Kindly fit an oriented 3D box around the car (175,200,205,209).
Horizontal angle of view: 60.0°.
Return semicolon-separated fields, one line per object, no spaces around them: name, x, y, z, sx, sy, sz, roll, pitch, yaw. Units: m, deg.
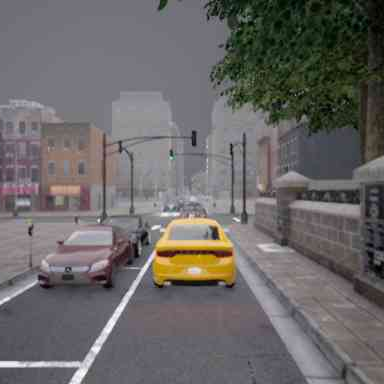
car;0.144;1.561;24.068;2.033;1.411;5.357;0;0;1

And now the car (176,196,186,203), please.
car;-2.293;1.518;70.042;1.837;1.490;4.892;0;0;0

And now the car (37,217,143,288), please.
car;-2.648;1.586;9.183;1.802;1.307;4.206;0;0;0

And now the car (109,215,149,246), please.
car;-2.652;1.572;12.845;1.947;1.339;4.313;0;0;0

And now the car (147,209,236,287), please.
car;0.066;1.482;9.383;1.882;1.535;5.008;0;0;0

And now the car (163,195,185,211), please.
car;-2.332;1.503;39.844;2.128;1.511;4.902;0;0;0

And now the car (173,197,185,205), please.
car;-2.339;1.618;59.841;1.895;1.301;4.718;0;0;0

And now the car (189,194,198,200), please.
car;0.218;1.543;65.061;1.812;1.442;4.674;0;0;0
